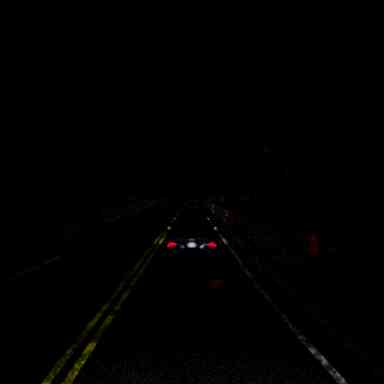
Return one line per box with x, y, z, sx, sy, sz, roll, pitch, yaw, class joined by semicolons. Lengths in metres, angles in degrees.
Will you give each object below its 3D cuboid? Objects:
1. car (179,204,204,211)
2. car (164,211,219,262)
-0.015;1.794;28.524;1.837;1.490;4.892;0;0;0;car
0.005;1.675;12.555;2.033;1.411;5.357;0;-1;0;car
